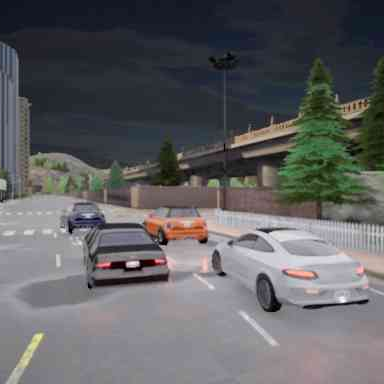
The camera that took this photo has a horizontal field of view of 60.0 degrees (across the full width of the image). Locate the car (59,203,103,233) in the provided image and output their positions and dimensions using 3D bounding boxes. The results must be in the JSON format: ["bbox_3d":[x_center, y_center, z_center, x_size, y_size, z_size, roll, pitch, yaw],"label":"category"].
[{"bbox_3d":[-6.905,1.447,20.679,2.097,1.767,4.553,0,-1,-28],"label":"car"}]

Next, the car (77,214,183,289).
[{"bbox_3d":[-2.084,1.585,9.419,2.033,1.411,5.357,0,0,-19],"label":"car"}]

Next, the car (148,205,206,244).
[{"bbox_3d":[-0.929,1.414,15.932,2.097,1.767,4.553,0,0,-20],"label":"car"}]

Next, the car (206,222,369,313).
[{"bbox_3d":[1.925,1.555,7.756,1.812,1.442,4.674,0,-1,-14],"label":"car"}]
